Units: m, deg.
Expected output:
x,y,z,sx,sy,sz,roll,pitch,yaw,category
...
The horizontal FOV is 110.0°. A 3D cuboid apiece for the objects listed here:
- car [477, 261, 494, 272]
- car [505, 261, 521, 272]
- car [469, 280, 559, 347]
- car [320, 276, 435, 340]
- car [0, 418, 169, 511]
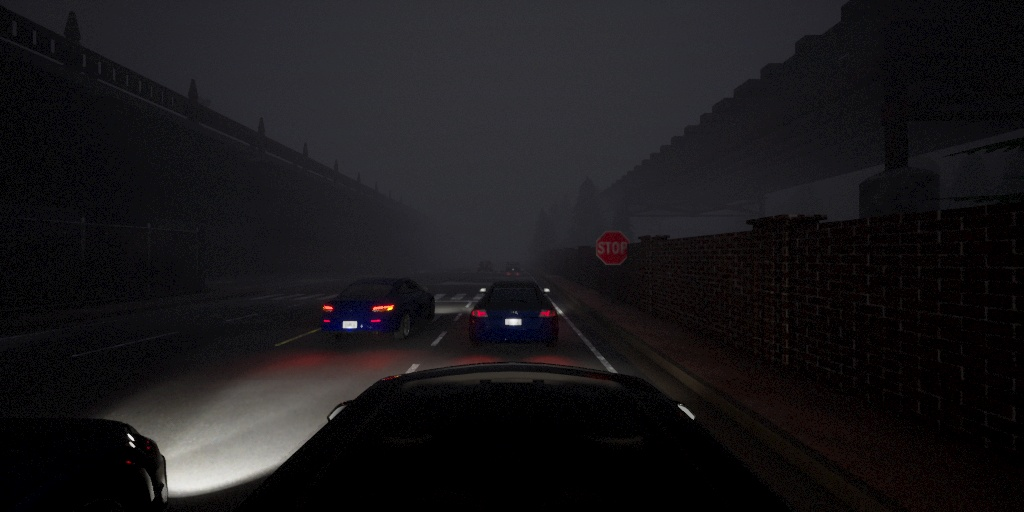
x,y,z,sx,sy,sz,roll,pitch,yaw,category
-3.391,1.297,45.963,2.033,1.411,5.357,0,0,-1,car
0.104,1.351,46.131,1.895,1.301,4.718,0,0,-1,car
0.070,1.314,9.315,1.994,1.385,4.181,0,0,1,car
-3.412,1.276,9.838,1.812,1.442,4.674,0,0,0,car
-3.399,1.314,0.742,1.994,1.385,4.181,0,0,0,car
